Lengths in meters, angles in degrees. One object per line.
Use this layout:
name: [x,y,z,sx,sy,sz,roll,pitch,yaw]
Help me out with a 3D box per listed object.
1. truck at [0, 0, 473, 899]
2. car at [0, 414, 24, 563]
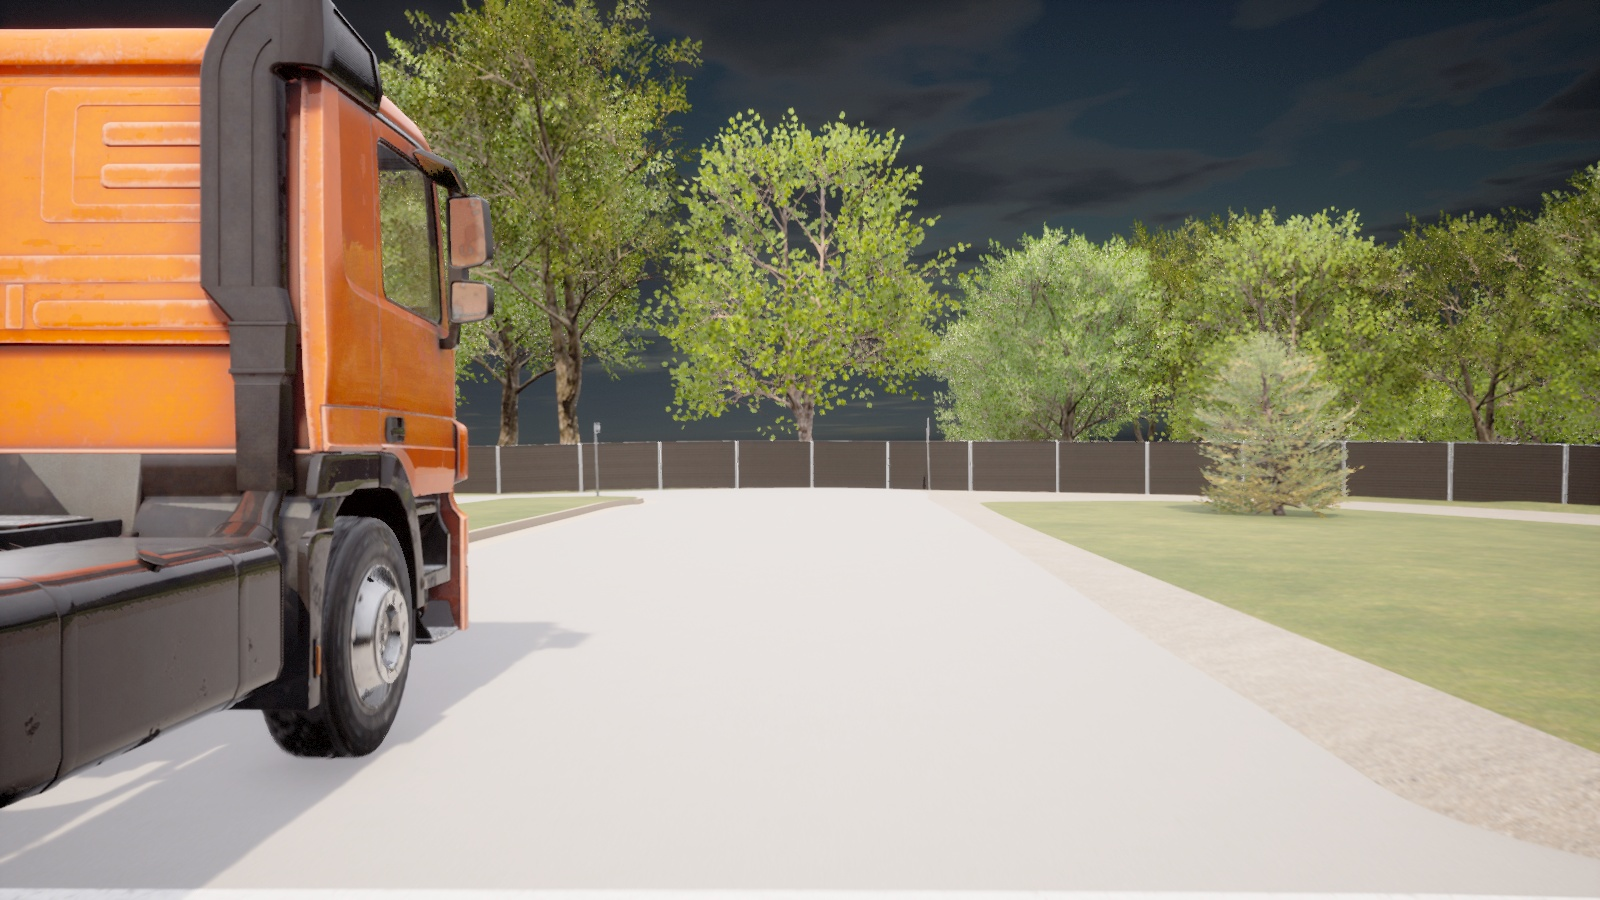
truck: [-3.496,-0.250,3.736,2.891,3.462,7.936,0,0,1]
car: [-10.932,0.468,13.760,1.932,1.855,4.605,-1,-1,1]
